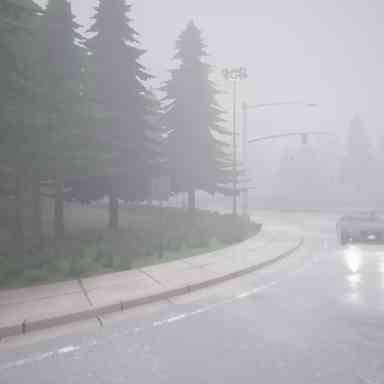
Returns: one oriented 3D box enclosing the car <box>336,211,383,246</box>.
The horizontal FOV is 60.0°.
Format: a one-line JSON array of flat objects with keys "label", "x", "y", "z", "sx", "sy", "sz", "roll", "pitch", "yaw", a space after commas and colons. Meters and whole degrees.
[{"label": "car", "x": 7.591, "y": 1.564, "z": 14.761, "sx": 1.994, "sy": 1.385, "sz": 4.181, "roll": 0, "pitch": 0, "yaw": 19}]
